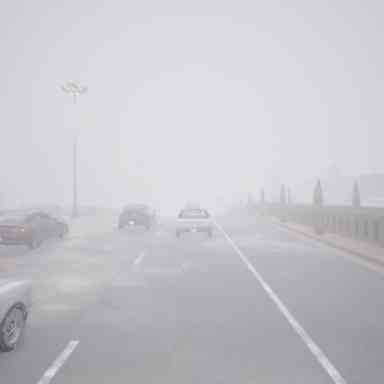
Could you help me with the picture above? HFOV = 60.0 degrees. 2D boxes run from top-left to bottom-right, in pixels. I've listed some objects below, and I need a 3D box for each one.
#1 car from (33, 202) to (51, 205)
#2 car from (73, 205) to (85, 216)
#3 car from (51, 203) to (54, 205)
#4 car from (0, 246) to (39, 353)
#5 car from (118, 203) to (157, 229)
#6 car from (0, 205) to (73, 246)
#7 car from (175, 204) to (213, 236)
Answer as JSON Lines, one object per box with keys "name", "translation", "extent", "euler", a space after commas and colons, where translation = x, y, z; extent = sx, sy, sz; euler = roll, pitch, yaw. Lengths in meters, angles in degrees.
{"name": "car", "translation": [-21.076, 2.466, 46.673], "extent": [2.150, 2.045, 5.566], "euler": [0, -5, 0]}
{"name": "car", "translation": [-14.087, 2.310, 41.448], "extent": [1.812, 1.442, 4.674], "euler": [0, -5, 0]}
{"name": "car", "translation": [-17.577, 2.775, 47.051], "extent": [2.128, 1.511, 4.902], "euler": [0, -6, 0]}
{"name": "car", "translation": [-3.400, 1.596, 3.166], "extent": [1.895, 1.301, 4.718], "euler": [0, 0, 0]}
{"name": "car", "translation": [-3.402, 1.480, 21.141], "extent": [1.837, 1.490, 4.892], "euler": [0, 0, 0]}
{"name": "car", "translation": [-6.901, 1.506, 14.129], "extent": [1.812, 1.442, 4.674], "euler": [0, 0, 0]}
{"name": "car", "translation": [0.098, 1.576, 18.381], "extent": [1.895, 1.301, 4.718], "euler": [0, 0, 0]}
